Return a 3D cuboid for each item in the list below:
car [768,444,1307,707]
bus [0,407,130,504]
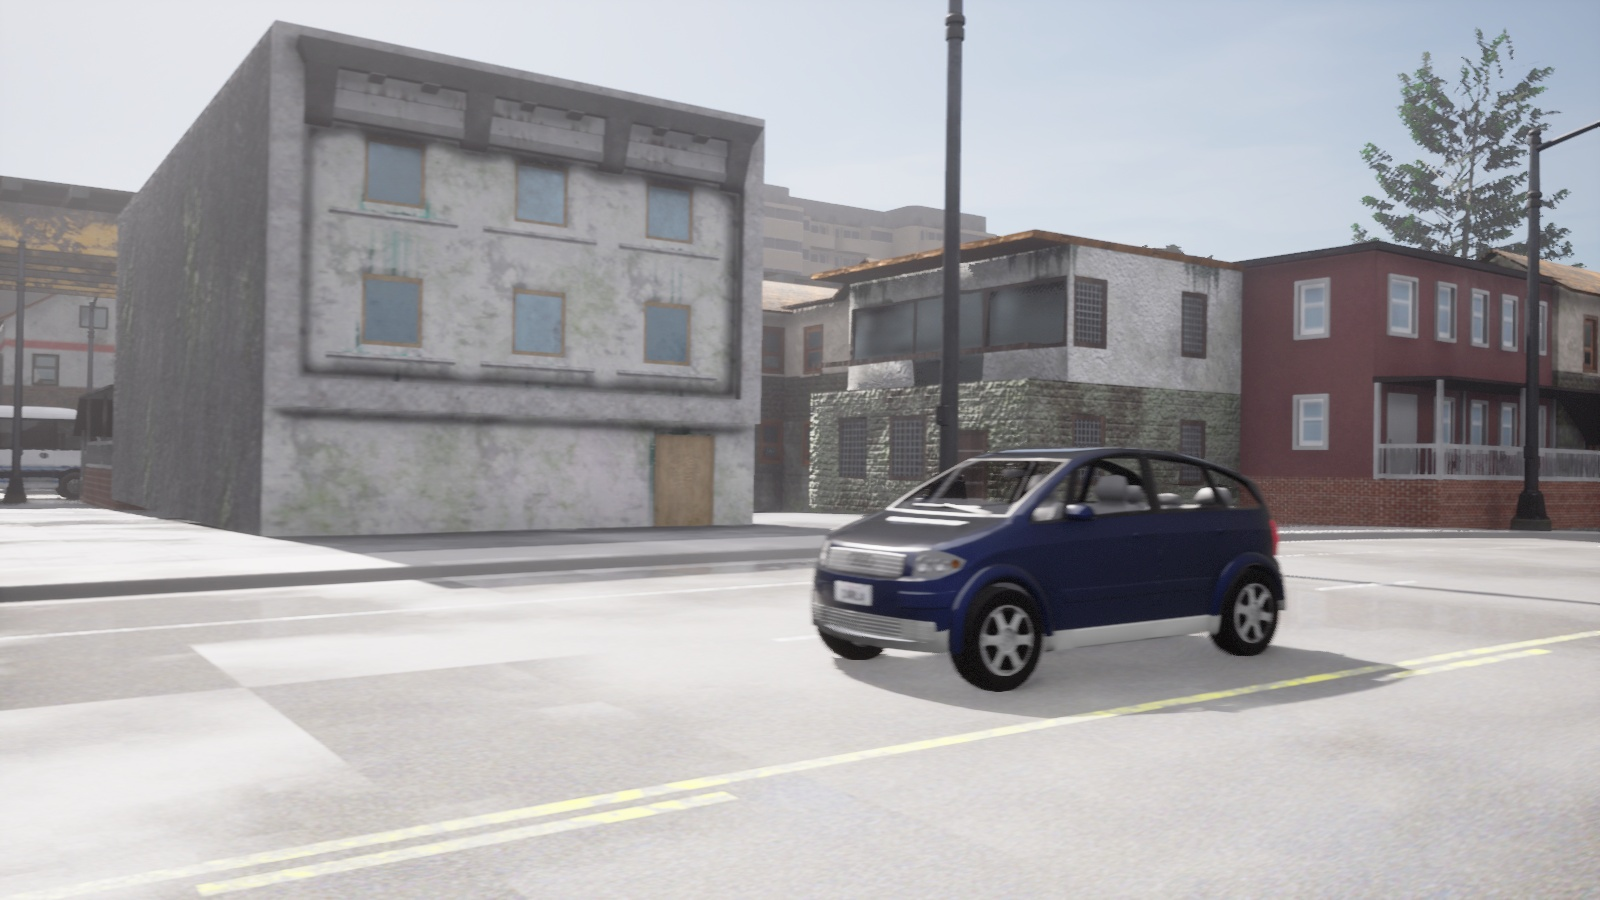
[{"bbox_3d":[1.807,0.746,9.181,3.705,1.549,1.789,0,0,-35],"label":"car"},{"bbox_3d":[-36.386,0.261,56.813,10.273,4.253,3.944,1,-1,-35],"label":"bus"}]
